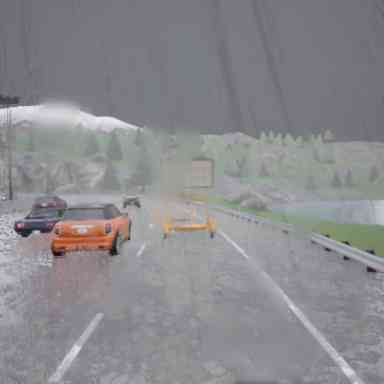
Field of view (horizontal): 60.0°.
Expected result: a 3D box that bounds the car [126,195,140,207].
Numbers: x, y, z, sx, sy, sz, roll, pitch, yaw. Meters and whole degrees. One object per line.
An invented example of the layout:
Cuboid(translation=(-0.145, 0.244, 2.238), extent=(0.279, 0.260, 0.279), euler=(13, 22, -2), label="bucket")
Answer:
Cuboid(translation=(-7.341, 1.034, 39.964), extent=(1.812, 1.442, 4.674), euler=(-1, 1, -14), label="car")

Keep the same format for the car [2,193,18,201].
Cuboid(translation=(-31.490, 1.010, 57.710), extent=(2.097, 1.767, 4.553), euler=(-1, 1, -21), label="car")

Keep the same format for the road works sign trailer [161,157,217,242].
Cuboid(translation=(-0.217, 0.229, 15.248), extent=(2.380, 3.560, 2.880), euler=(-1, 1, -6), label="road works sign trailer")

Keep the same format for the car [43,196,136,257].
Cuboid(translation=(-3.577, 1.218, 12.588), extent=(2.097, 1.767, 4.553), euler=(-1, 1, -3), label="car")

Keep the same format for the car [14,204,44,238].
Cuboid(translation=(-7.108, 1.462, 16.956), extent=(1.895, 1.301, 4.718), euler=(-1, 1, -5), label="car")

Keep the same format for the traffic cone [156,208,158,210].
Cuboid(translation=(-2.569, 1.625, 24.077), extent=(0.340, 0.580, 0.340), euler=(-1, 1, -6), label="traffic cone")

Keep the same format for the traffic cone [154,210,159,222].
Cuboid(translation=(-2.369, 1.653, 22.088), extent=(0.340, 0.580, 0.340), euler=(-1, 1, -6), label="traffic cone")

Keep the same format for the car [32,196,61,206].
Cuboid(translation=(-12.424, 1.117, 29.216), extent=(2.097, 1.767, 4.553), euler=(-1, 1, -10), label="car")
